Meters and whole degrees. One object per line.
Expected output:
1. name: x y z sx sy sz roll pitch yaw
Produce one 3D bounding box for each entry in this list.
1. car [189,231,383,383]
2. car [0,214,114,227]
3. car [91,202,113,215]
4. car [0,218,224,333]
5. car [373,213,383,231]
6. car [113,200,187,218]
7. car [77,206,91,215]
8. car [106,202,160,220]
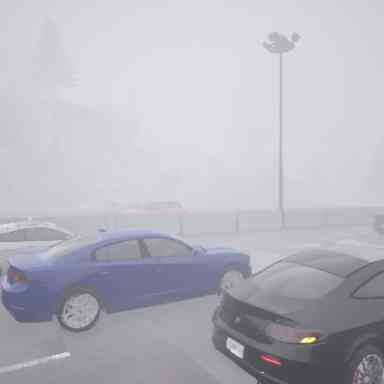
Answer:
1. car: 2.474 1.528 4.763 4.674 1.442 1.812 0 0 -29
2. car: -4.109 1.531 9.056 4.674 1.442 1.812 0 0 -31
3. car: -4.781 1.616 24.942 4.718 1.301 1.895 0 0 -28
4. car: -1.010 1.482 6.820 5.008 1.535 1.882 0 0 -30
5. car: 11.568 1.487 17.032 5.008 1.535 1.882 0 0 -24
6. car: -2.585 1.365 22.098 4.553 1.767 2.097 0 0 -27
7. car: -8.181 1.619 31.054 4.718 1.301 1.895 0 0 -28
8. car: -5.098 1.581 28.679 4.181 1.385 1.994 0 0 -27
